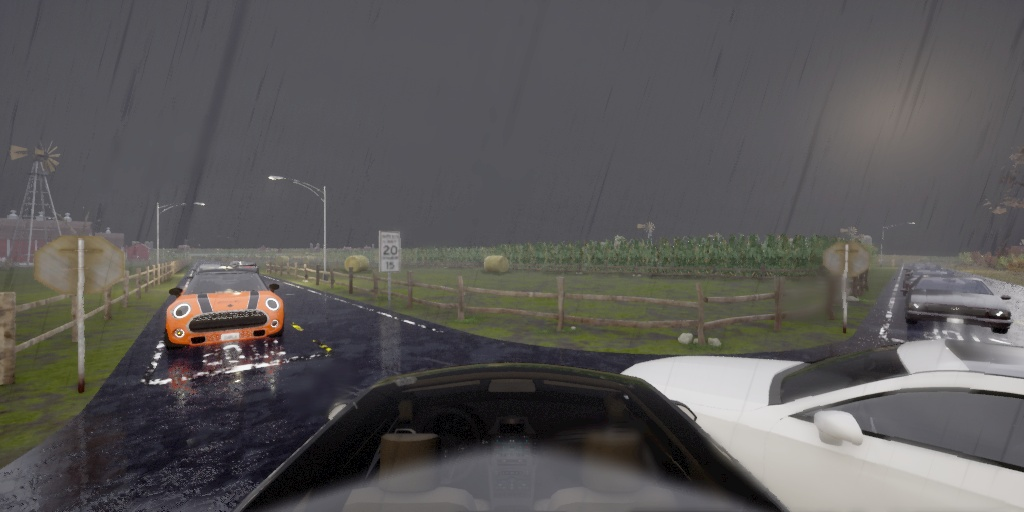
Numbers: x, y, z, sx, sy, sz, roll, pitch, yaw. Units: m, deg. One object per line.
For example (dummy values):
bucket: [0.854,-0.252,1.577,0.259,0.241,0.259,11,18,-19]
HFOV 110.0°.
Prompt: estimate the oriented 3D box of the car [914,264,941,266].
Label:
car: [28.675,1.307,24.803,4.902,1.511,2.128,0,1,-42]

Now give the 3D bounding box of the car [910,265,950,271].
car: [21.039,1.363,17.892,4.181,1.385,1.994,0,1,-43]

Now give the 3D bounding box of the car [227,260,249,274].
car: [-33.237,1.273,43.379,1.837,1.490,4.892,0,0,-41]

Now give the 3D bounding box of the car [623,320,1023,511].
car: [2.859,1.293,2.226,1.812,1.442,4.674,0,1,-43]

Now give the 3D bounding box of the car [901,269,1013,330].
car: [13.635,1.334,11.180,5.357,1.411,2.033,0,1,-42]

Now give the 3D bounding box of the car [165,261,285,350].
car: [-7.472,1.138,9.432,2.097,1.767,4.553,0,0,-39]
